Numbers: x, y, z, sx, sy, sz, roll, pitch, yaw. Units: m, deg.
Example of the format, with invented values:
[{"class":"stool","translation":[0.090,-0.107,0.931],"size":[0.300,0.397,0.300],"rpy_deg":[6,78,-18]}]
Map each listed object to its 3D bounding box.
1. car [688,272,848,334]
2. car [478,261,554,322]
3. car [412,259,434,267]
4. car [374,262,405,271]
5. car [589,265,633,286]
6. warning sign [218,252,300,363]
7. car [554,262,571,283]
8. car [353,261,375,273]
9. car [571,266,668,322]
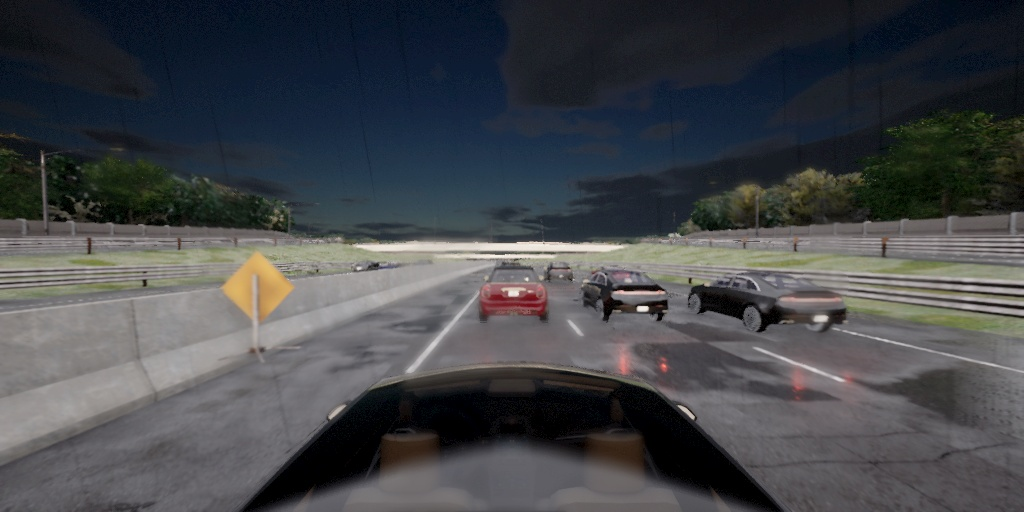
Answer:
[{"class":"car","translation":[7.066,1.223,10.614],"size":[2.128,1.511,4.902],"rpy_deg":[0,0,0]},{"class":"car","translation":[0.066,1.082,12.391],"size":[2.097,1.767,4.553],"rpy_deg":[0,0,0]},{"class":"car","translation":[-10.765,1.195,43.786],"size":[2.097,1.767,4.553],"rpy_deg":[0,0,0]},{"class":"car","translation":[-14.258,1.436,42.690],"size":[1.895,1.301,4.718],"rpy_deg":[0,0,0]},{"class":"car","translation":[7.018,1.343,26.050],"size":[1.895,1.301,4.718],"rpy_deg":[0,0,0]},{"class":"warning sign","translation":[-4.552,0.855,6.408],"size":[1.300,1.860,1.060],"rpy_deg":[0,0,0]},{"class":"car","translation":[3.514,1.240,27.776],"size":[2.128,1.511,4.902],"rpy_deg":[0,0,0]},{"class":"car","translation":[-17.763,1.338,44.009],"size":[2.128,1.511,4.902],"rpy_deg":[0,-1,0]},{"class":"car","translation":[3.569,1.221,12.201],"size":[2.128,1.511,4.902],"rpy_deg":[0,0,0]}]
